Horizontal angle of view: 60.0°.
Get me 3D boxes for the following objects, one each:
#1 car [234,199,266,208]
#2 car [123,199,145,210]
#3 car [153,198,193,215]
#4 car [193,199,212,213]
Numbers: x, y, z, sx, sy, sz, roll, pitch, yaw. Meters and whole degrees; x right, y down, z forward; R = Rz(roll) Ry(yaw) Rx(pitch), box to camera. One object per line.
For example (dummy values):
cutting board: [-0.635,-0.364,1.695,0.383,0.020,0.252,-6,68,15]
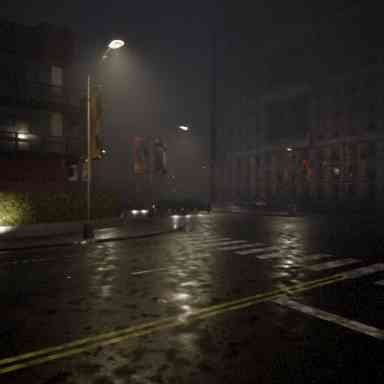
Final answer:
car: [7.949,1.601,46.409,1.895,1.301,4.718,0,0,-35]
car: [-7.590,1.564,42.230,1.994,1.385,4.181,0,0,-35]
car: [-2.318,1.505,34.641,1.837,1.490,4.892,0,0,-35]
car: [0.206,1.478,37.142,1.882,1.535,5.008,0,0,-35]
